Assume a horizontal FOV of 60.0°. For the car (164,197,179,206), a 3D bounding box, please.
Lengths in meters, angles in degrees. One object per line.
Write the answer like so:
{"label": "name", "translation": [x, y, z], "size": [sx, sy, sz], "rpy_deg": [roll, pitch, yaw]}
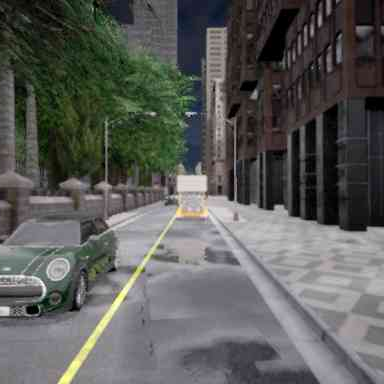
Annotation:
{"label": "car", "translation": [-3.071, 1.457, 50.925], "size": [1.994, 1.385, 4.181], "rpy_deg": [0, 0, 0]}

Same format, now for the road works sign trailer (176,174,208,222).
{"label": "road works sign trailer", "translation": [-0.002, 0.394, 25.617], "size": [2.380, 3.560, 2.880], "rpy_deg": [0, 0, 0]}

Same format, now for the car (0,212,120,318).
{"label": "car", "translation": [-3.101, 1.329, 7.631], "size": [2.097, 1.767, 4.553], "rpy_deg": [0, 0, 0]}
